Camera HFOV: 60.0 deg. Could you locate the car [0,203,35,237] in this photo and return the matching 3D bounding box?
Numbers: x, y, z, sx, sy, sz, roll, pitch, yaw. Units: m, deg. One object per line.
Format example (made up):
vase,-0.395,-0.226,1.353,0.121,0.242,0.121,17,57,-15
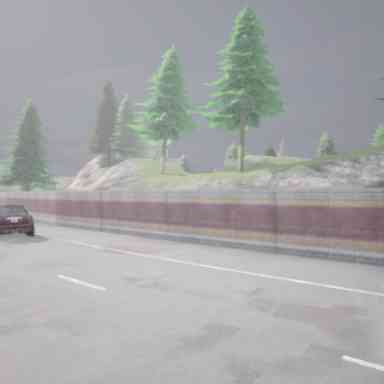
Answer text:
car,-10.105,1.411,17.546,4.553,1.767,2.097,0,0,44
